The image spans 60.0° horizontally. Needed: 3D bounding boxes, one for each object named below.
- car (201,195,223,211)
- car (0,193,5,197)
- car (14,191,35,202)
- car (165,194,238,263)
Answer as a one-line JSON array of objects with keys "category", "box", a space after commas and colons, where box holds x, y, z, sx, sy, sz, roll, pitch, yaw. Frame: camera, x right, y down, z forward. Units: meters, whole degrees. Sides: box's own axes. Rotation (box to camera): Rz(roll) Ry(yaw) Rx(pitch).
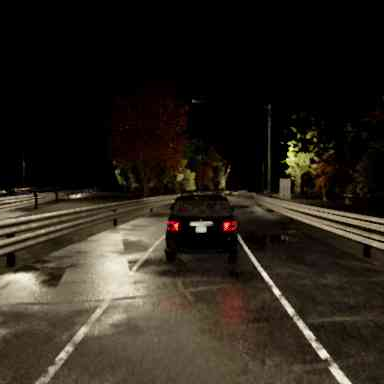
[{"category": "car", "box": [2.185, 1.123, 35.121, 2.033, 1.411, 5.357, 0, 1, 7]}, {"category": "car", "box": [-24.910, 0.482, 41.345, 1.882, 1.535, 5.008, 0, 1, -12]}, {"category": "car", "box": [-21.702, 0.557, 43.124, 1.994, 1.385, 4.181, 0, 1, -16]}, {"category": "car", "box": [0.356, 1.083, 11.634, 2.150, 2.045, 5.566, 0, 0, 2]}]
